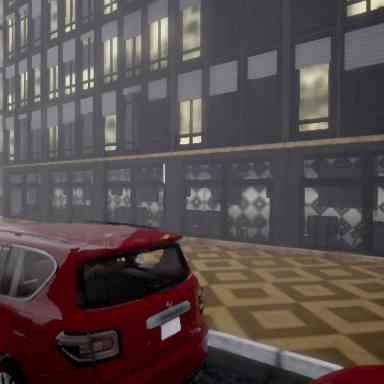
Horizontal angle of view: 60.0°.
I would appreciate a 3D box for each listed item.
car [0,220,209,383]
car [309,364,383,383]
[{"bbox_3d":[-2.135,1.312,4.391,5.009,1.841,2.192,0,0,36],"label":"car"},{"bbox_3d":[2.505,1.543,1.082,4.507,1.381,1.887,0,0,36],"label":"car"}]
